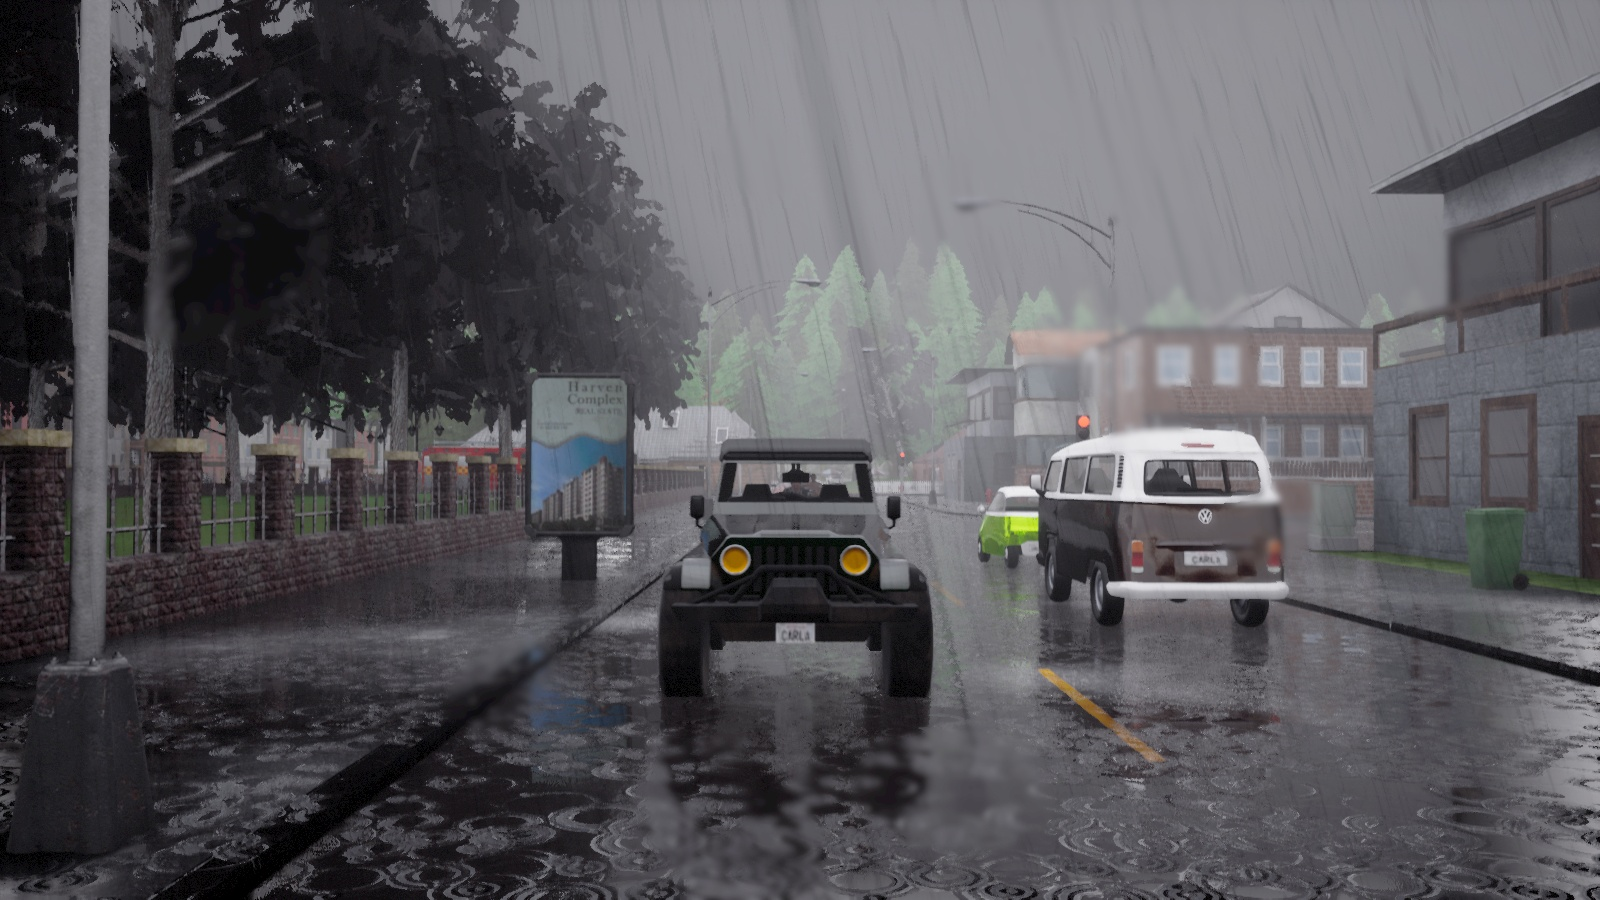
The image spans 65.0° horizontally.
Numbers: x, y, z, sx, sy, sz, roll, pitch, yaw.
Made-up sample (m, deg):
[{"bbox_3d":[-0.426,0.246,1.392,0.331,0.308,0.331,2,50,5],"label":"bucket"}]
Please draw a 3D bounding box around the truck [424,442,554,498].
[{"bbox_3d":[-21.870,1.432,88.604,8.468,3.827,2.891,0,-1,-1],"label":"truck"}]

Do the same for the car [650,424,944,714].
[{"bbox_3d":[-0.027,0.807,10.092,1.905,1.878,3.866,0,-1,0],"label":"car"}]

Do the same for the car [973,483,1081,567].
[{"bbox_3d":[3.939,1.278,22.020,1.481,1.376,2.207,0,-1,0],"label":"car"}]

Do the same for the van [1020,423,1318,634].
[{"bbox_3d":[3.962,0.801,14.402,2.069,2.038,4.480,0,-1,0],"label":"van"}]
